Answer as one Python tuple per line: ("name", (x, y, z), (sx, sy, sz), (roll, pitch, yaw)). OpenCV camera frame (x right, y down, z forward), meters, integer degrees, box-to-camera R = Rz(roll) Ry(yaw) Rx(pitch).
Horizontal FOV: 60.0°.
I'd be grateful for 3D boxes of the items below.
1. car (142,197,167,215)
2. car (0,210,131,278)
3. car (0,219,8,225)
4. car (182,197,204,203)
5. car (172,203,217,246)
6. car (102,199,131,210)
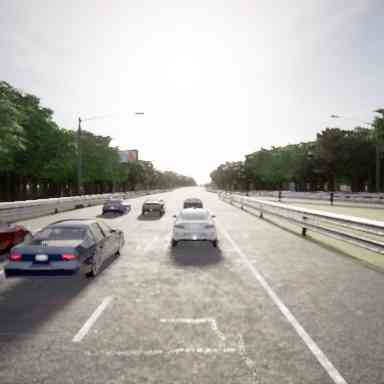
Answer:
("car", (-3.397, 1.230, 30.249), (2.128, 1.511, 4.902), (0, 1, 0))
("car", (-3.398, 1.516, 10.024), (2.033, 1.411, 5.357), (0, 0, 0))
("car", (-6.898, 1.444, 10.420), (1.882, 1.535, 5.008), (0, 0, 0))
("car", (0.102, 1.188, 31.881), (1.882, 1.535, 5.008), (0, 1, 0))
("car", (0.101, 1.459, 14.920), (1.812, 1.442, 4.674), (0, 1, 0))
("car", (-6.897, 1.293, 30.771), (1.994, 1.385, 4.181), (0, 1, 0))
